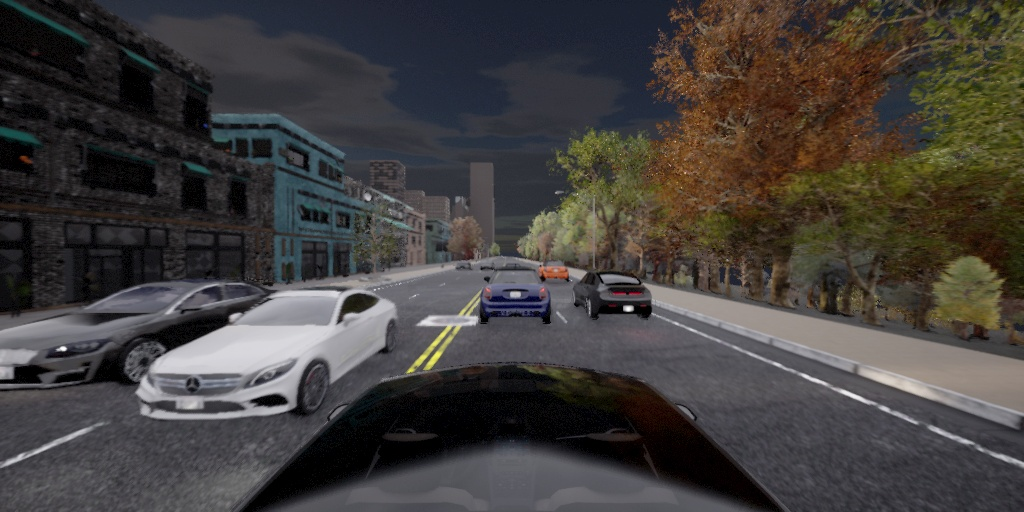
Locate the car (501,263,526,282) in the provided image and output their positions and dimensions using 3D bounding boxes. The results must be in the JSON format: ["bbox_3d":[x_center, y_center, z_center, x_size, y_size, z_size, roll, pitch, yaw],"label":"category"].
[{"bbox_3d":[0.091,1.332,30.481,1.994,1.385,4.181,0,0,0],"label":"car"}]

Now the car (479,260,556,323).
[{"bbox_3d":[0.096,1.109,12.218,2.097,1.767,4.553,0,0,0],"label":"car"}]

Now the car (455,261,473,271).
[{"bbox_3d":[-6.593,1.344,49.701,1.994,1.385,4.181,0,0,0],"label":"car"}]

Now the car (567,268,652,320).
[{"bbox_3d":[3.346,1.262,12.722,1.837,1.490,4.892,0,0,0],"label":"car"}]

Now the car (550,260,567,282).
[{"bbox_3d":[3.340,1.120,29.454,2.097,1.767,4.553,0,0,0],"label":"car"}]

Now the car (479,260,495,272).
[{"bbox_3d":[-3.346,1.282,48.874,1.837,1.490,4.892,0,0,0],"label":"car"}]

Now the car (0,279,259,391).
[{"bbox_3d":[-6.602,1.245,7.066,2.128,1.511,4.902,0,0,0],"label":"car"}]

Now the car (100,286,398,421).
[{"bbox_3d":[-3.365,1.278,6.079,1.812,1.442,4.674,0,0,0],"label":"car"}]
